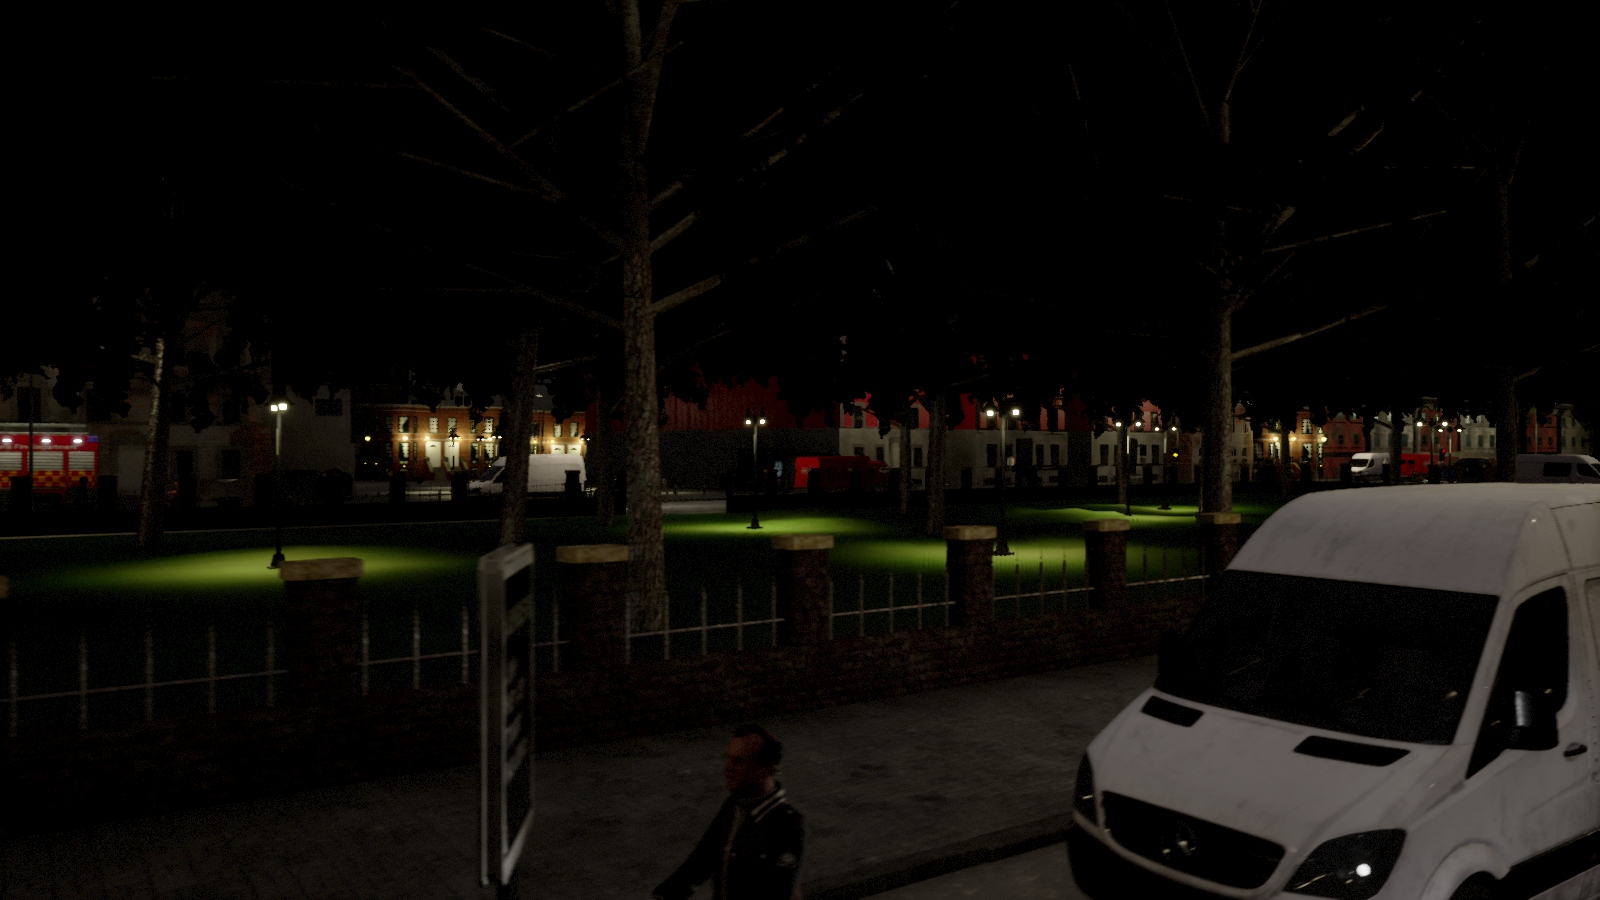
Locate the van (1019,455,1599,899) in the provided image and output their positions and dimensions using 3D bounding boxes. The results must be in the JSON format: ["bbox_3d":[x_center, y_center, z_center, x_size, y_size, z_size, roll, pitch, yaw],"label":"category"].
[{"bbox_3d":[4.240,1.316,7.380,5.915,2.561,1.988,0,0,-35],"label":"van"}]

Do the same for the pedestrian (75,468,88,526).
[{"bbox_3d":[-23.520,1.526,37.399,0.375,1.860,0.375,0,0,-33],"label":"pedestrian"}]

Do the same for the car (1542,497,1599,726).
[{"bbox_3d":[10.511,1.536,11.763,6.274,2.098,2.390,0,0,-32],"label":"car"}]
